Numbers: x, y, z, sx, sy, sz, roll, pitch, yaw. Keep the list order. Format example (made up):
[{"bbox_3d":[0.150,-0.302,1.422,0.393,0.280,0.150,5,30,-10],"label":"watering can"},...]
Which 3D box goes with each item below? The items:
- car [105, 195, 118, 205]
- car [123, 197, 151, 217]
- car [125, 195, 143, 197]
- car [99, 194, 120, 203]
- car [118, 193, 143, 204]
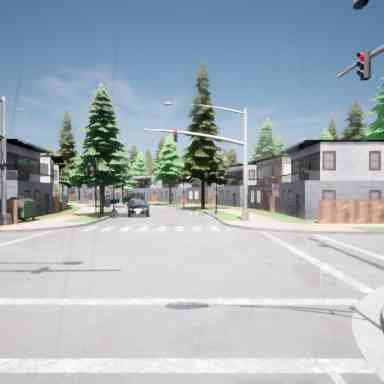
[{"bbox_3d":[-14.670,1.566,58.506,1.895,1.301,4.718,0,0,-32],"label":"car"},{"bbox_3d":[-4.851,1.457,30.609,2.128,1.511,4.902,0,0,-7],"label":"car"},{"bbox_3d":[-6.913,1.491,41.287,1.812,1.442,4.674,0,0,-17],"label":"car"},{"bbox_3d":[-16.533,1.317,66.822,2.097,1.767,4.553,0,0,-45],"label":"car"},{"bbox_3d":[-10.414,1.187,58.481,2.150,2.045,5.566,0,0,-36],"label":"car"}]
